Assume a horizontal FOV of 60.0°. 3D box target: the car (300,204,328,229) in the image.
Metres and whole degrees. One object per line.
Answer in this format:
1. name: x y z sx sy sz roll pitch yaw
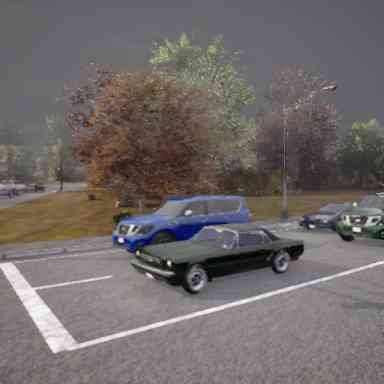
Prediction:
1. car: 8.290 1.293 18.472 5.357 1.411 2.033 -2 1 -35

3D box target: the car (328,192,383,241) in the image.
1. car: 8.574 1.024 14.390 5.566 2.045 2.150 -2 1 -35

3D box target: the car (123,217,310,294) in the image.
1. car: 0.830 1.571 8.865 4.718 1.301 1.895 -1 0 -36

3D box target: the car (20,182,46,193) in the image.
1. car: -26.387 -0.695 56.188 2.128 1.511 4.902 0 4 -1

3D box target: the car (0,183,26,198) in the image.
1. car: -25.308 -0.038 45.989 2.128 1.511 4.902 0 4 -7

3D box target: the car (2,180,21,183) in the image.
1. car: -29.678 -0.937 55.543 2.150 2.045 5.566 0 4 -3

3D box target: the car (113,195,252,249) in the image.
1. car: -0.120 1.177 12.512 5.566 2.045 2.150 -1 0 -37
